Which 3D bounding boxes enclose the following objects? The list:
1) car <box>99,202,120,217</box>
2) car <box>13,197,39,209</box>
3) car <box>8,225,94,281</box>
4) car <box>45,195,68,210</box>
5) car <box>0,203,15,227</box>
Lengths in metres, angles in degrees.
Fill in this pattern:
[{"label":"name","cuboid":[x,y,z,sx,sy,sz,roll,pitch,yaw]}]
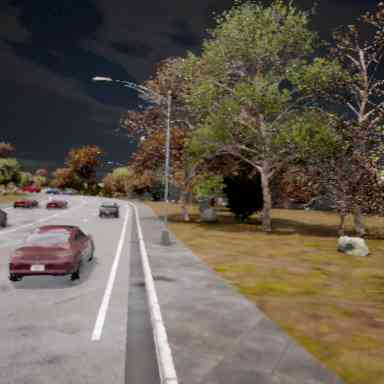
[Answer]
[{"label":"car","cuboid":[-8.602,1.760,34.799,2.128,1.511,4.902,2,1,-10]},{"label":"car","cuboid":[-20.378,1.364,40.937,1.895,1.301,4.718,2,1,-10]},{"label":"car","cuboid":[-4.276,1.782,10.614,1.812,1.442,4.674,2,-2,-10]},{"label":"car","cuboid":[-17.004,1.480,41.961,1.895,1.301,4.718,2,1,-10]},{"label":"car","cuboid":[-13.428,1.658,21.463,1.812,1.442,4.674,2,0,-10]}]
